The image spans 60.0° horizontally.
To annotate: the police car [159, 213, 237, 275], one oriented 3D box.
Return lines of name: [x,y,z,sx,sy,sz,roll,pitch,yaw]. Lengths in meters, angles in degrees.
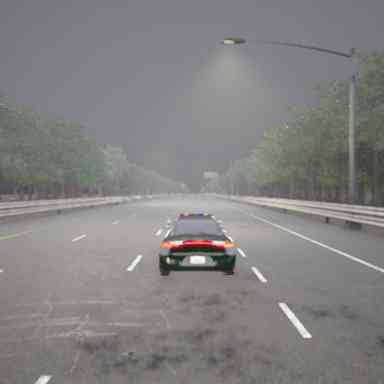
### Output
police car: [0.104,1.431,10.293,2.038,1.542,4.974,0,0,-1]
